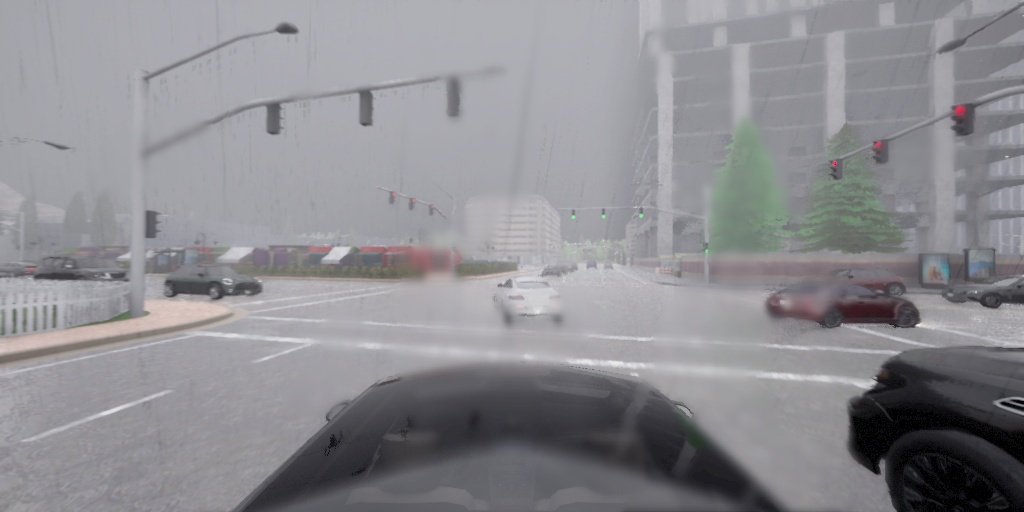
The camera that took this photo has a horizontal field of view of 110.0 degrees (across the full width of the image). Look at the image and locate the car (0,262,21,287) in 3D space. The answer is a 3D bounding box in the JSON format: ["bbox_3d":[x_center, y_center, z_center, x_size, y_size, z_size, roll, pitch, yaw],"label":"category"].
[{"bbox_3d":[-35.321,1.299,23.465,4.892,1.490,1.837,0,-1,14],"label":"car"}]

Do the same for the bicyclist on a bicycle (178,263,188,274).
[{"bbox_3d":[-25.562,1.354,27.825,0.582,1.620,1.656,1,0,-38],"label":"bicyclist on a bicycle"}]

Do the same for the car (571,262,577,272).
[{"bbox_3d":[9.003,1.905,58.258,1.812,1.442,4.674,0,-1,14],"label":"car"}]

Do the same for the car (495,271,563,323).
[{"bbox_3d":[0.497,1.415,12.692,1.812,1.442,4.674,1,-1,-7],"label":"car"}]

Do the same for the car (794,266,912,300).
[{"bbox_3d":[19.646,1.480,20.926,4.553,1.767,2.097,0,-1,14],"label":"car"}]

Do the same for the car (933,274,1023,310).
[{"bbox_3d":[23.072,1.631,16.452,4.674,1.442,1.812,0,-1,13],"label":"car"}]

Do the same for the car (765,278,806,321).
[{"bbox_3d":[10.646,1.519,11.642,4.181,1.385,1.994,2,-1,-9],"label":"car"}]

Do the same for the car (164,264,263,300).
[{"bbox_3d":[-15.318,1.226,18.502,4.553,1.767,2.097,0,-1,14],"label":"car"}]

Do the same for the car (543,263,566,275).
[{"bbox_3d":[4.528,1.728,39.814,1.994,1.385,4.181,0,-1,14],"label":"car"}]

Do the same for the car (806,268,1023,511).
[{"bbox_3d":[3.813,0.983,0.460,2.150,2.045,5.566,0,-1,-2],"label":"car"}]

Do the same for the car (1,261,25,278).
[{"bbox_3d":[-45.980,1.328,33.399,4.892,1.490,1.837,0,-1,14],"label":"car"}]

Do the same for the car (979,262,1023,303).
[{"bbox_3d":[28.953,1.388,18.632,5.566,2.045,2.150,0,-1,14],"label":"car"}]

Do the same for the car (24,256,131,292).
[{"bbox_3d":[-24.713,1.055,20.846,5.566,2.045,2.150,1,-1,14],"label":"car"}]

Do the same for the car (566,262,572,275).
[{"bbox_3d":[6.597,1.865,48.434,1.895,1.301,4.718,0,-1,14],"label":"car"}]
